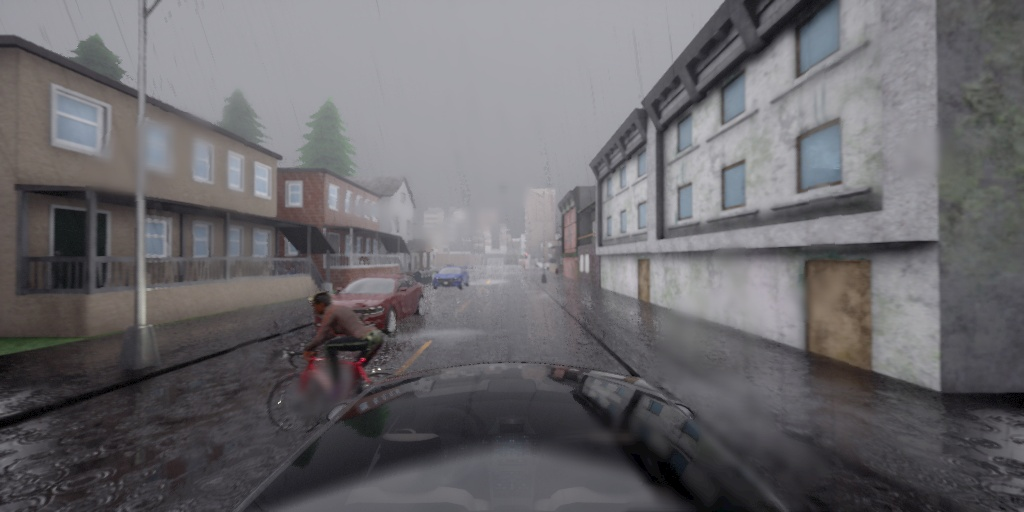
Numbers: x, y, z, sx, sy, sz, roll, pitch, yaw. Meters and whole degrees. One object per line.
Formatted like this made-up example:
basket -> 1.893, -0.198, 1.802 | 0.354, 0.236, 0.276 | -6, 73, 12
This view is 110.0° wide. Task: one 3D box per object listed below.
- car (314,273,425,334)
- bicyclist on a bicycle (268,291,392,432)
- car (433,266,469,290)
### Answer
car -> -4.103, 1.316, 11.121 | 1.882, 1.535, 5.008 | 0, 0, 0
bicyclist on a bicycle -> -2.007, 1.226, 4.132 | 1.656, 1.620, 0.582 | -2, -1, 0
car -> -4.150, 1.445, 25.054 | 1.882, 1.535, 5.008 | 0, -1, 0
